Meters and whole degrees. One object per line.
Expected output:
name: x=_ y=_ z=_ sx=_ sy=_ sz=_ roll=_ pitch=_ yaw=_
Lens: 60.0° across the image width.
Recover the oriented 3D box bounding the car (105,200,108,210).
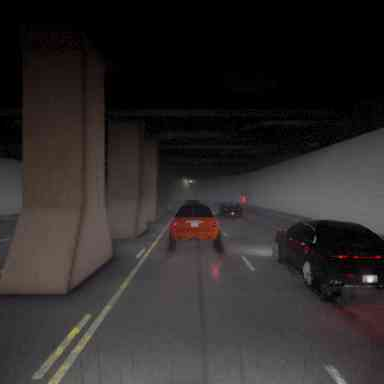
car: x=-10.590 y=1.607 z=38.216 sx=1.895 sy=1.301 sz=4.718 roll=0 pitch=0 yaw=0

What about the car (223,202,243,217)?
car: x=3.614 y=1.605 z=31.817 sx=1.895 sy=1.301 sz=4.718 roll=0 pitch=0 yaw=0

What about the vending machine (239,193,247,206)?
vending machine: x=8.616 y=1.203 z=56.009 sx=1.100 sy=2.100 sz=0.880 roll=0 pitch=0 yaw=-7

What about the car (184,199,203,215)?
car: x=0.102 y=1.531 z=34.376 sx=1.812 sy=1.442 sz=4.674 roll=0 pitch=0 yaw=0

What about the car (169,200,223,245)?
car: x=0.107 y=1.354 z=15.665 sx=2.097 sy=1.767 sz=4.553 roll=0 pitch=0 yaw=0

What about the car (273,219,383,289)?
car: x=3.605 y=1.506 z=9.157 sx=1.837 sy=1.490 sz=4.892 roll=0 pitch=0 yaw=0
